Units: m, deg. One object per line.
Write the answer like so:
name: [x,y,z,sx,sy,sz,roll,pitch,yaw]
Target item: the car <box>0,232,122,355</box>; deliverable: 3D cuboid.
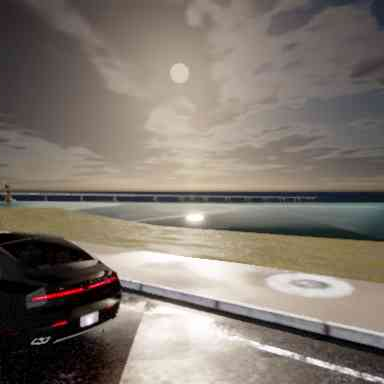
car: [-3.396,1.507,6.061,4.892,1.490,1.837,1,0,36]
